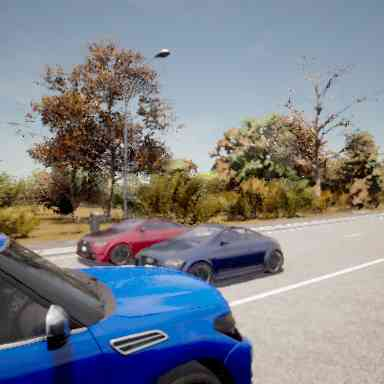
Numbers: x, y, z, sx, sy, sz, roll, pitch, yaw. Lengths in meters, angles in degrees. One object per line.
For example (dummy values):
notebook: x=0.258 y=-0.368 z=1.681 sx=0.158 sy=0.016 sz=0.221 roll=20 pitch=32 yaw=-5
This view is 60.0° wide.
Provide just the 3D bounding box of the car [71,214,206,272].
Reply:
car: x=-1.764 y=1.582 z=11.570 sx=4.181 sy=1.385 sz=1.994 roll=0 pitch=0 yaw=-38

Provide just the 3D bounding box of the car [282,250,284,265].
car: x=0.573 y=1.577 z=8.949 sx=4.181 sy=1.385 sz=1.994 roll=0 pitch=0 yaw=-38

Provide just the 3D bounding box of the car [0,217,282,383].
car: x=-2.085 y=1.229 z=2.333 sx=5.566 sy=2.045 sz=2.150 roll=0 pitch=0 yaw=-35
